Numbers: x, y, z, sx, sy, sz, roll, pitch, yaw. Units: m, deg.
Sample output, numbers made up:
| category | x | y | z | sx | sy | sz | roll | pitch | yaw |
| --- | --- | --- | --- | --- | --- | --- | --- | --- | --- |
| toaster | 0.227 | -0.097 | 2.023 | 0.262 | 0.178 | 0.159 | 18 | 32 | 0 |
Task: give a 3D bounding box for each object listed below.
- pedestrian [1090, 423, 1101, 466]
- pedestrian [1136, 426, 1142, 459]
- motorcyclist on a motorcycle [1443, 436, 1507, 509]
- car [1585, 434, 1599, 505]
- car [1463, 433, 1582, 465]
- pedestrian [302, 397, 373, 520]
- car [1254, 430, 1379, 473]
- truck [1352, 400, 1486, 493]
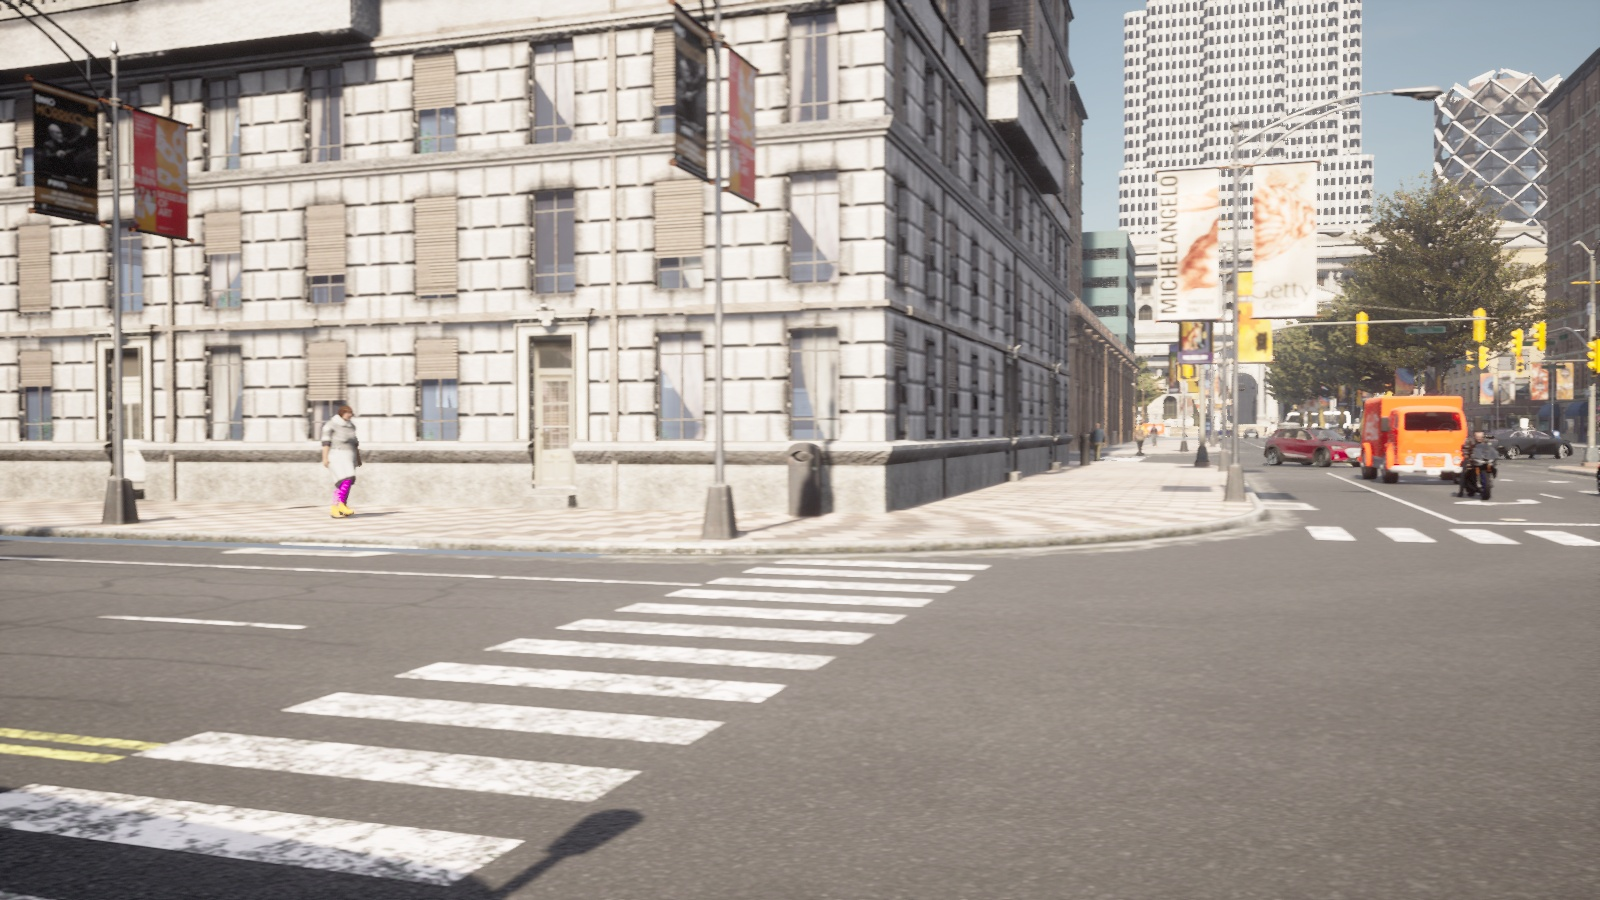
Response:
| category | x | y | z | sx | sy | sz | roll | pitch | yaw |
| --- | --- | --- | --- | --- | --- | --- | --- | --- | --- |
| pedestrian | 12.915 | -0.239 | 54.919 | 0.402 | 1.842 | 0.726 | 0 | 1 | 10 |
| pedestrian | 19.266 | -0.439 | 71.367 | 0.331 | 1.846 | 0.634 | 0 | 1 | 17 |
| motorcyclist on a motorcycle | 14.983 | 0.471 | 27.929 | 0.866 | 1.530 | 2.191 | 1 | 1 | 18 |
| car | 18.276 | 0.446 | 26.736 | 1.789 | 1.549 | 3.705 | 1 | 1 | 18 |
| car | 35.063 | -0.062 | 60.963 | 4.902 | 1.511 | 2.128 | 0 | 1 | -15 |
| pedestrian | -7.526 | 0.127 | 20.458 | 0.873 | 1.952 | 0.659 | 1 | 1 | 25 |
| car | 20.817 | 0.021 | 50.839 | 2.033 | 1.649 | 4.856 | 0 | 1 | -17 |
| truck | 17.686 | -0.185 | 36.202 | 2.627 | 2.467 | 5.204 | 0 | 2 | 17 |
